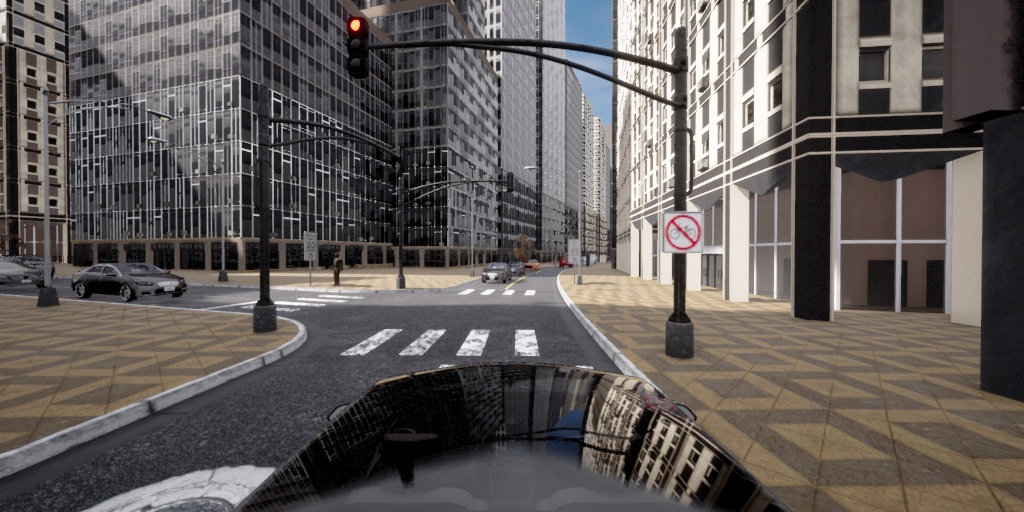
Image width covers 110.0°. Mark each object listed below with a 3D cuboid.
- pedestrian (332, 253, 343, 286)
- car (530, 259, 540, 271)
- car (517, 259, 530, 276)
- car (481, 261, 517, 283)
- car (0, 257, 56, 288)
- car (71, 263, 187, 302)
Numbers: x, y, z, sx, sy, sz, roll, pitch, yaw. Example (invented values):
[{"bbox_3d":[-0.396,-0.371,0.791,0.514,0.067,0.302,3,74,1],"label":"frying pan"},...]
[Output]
[{"bbox_3d":[-9.523,0.715,19.460,0.375,1.860,0.375,0,0,16],"label":"pedestrian"},{"bbox_3d":[2.624,1.236,50.400,2.097,1.767,4.553,0,-1,12],"label":"car"},{"bbox_3d":[0.318,1.311,38.255,2.128,1.511,4.902,0,0,9],"label":"car"},{"bbox_3d":[-1.116,1.274,28.193,2.128,1.511,4.902,0,0,7],"label":"car"},{"bbox_3d":[-25.930,0.940,18.160,4.674,1.442,1.812,1,1,17],"label":"car"},{"bbox_3d":[-16.369,1.042,15.363,4.902,1.511,2.128,1,1,16],"label":"car"}]
